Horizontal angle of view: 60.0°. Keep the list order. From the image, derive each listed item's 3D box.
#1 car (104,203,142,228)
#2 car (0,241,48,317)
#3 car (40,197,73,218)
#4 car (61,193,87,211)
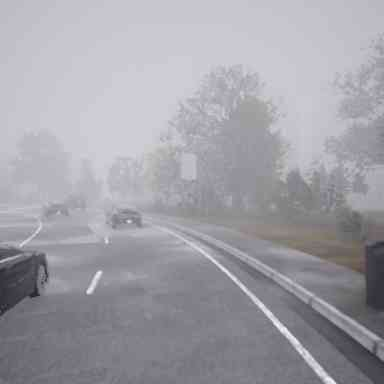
[{"bbox_3d":[-4.618,1.492,22.114,1.837,1.490,4.892,0,1,-22],"label":"car"},{"bbox_3d":[-3.982,1.501,5.558,2.128,1.511,4.902,0,0,-5],"label":"car"},{"bbox_3d":[-12.525,1.471,30.283,1.837,1.490,4.892,1,0,-31],"label":"car"},{"bbox_3d":[-14.102,1.190,38.584,2.150,2.045,5.566,1,0,-38],"label":"car"}]
